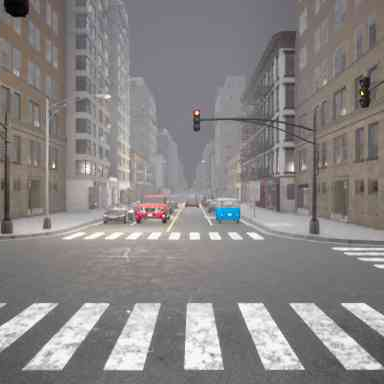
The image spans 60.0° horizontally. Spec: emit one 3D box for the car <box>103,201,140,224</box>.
[{"bbox_3d":[-5.418,1.555,24.910,2.008,1.369,4.403,0,0,0],"label":"car"}]

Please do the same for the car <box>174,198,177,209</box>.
[{"bbox_3d":[-2.894,1.606,35.409,1.895,1.301,4.718,0,0,0],"label":"car"}]

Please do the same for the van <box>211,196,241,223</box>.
[{"bbox_3d":[2.607,1.345,24.928,1.690,1.788,3.998,0,0,0],"label":"van"}]

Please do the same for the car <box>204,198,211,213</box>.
[{"bbox_3d":[2.594,1.588,36.291,1.802,1.307,4.206,0,0,0],"label":"car"}]

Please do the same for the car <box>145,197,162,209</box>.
[{"bbox_3d":[-5.444,1.529,47.468,1.752,1.417,4.829,0,0,0],"label":"car"}]

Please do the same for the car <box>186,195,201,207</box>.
[{"bbox_3d":[0.035,1.567,50.546,1.994,1.385,4.181,0,0,0],"label":"car"}]

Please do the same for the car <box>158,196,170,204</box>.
[{"bbox_3d":[-5.464,1.561,64.683,1.947,1.339,4.313,0,0,0],"label":"car"}]

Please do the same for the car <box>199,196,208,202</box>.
[{"bbox_3d":[2.547,1.540,76.060,2.008,1.369,4.403,0,0,0],"label":"car"}]

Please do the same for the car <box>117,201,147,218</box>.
[{"bbox_3d":[-5.425,1.550,30.592,1.887,1.381,4.507,0,0,0],"label":"car"}]

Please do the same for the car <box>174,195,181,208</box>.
[{"bbox_3d":[-2.889,1.509,45.469,1.837,1.490,4.892,0,0,0],"label":"car"}]

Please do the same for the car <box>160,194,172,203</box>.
[{"bbox_3d":[-5.471,1.307,70.365,2.192,1.841,5.009,0,0,0],"label":"car"}]

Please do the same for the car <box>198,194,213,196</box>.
[{"bbox_3d":[2.574,1.316,53.335,2.192,1.841,5.009,0,0,0],"label":"car"}]

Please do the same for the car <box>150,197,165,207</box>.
[{"bbox_3d":[-5.451,1.567,53.320,1.947,1.339,4.313,0,0,0],"label":"car"}]

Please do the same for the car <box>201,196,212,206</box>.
[{"bbox_3d":[2.581,1.586,47.654,1.802,1.307,4.206,0,0,0],"label":"car"}]

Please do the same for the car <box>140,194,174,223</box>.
[{"bbox_3d":[-2.878,1.226,25.592,2.150,2.045,5.566,0,0,0],"label":"car"}]
